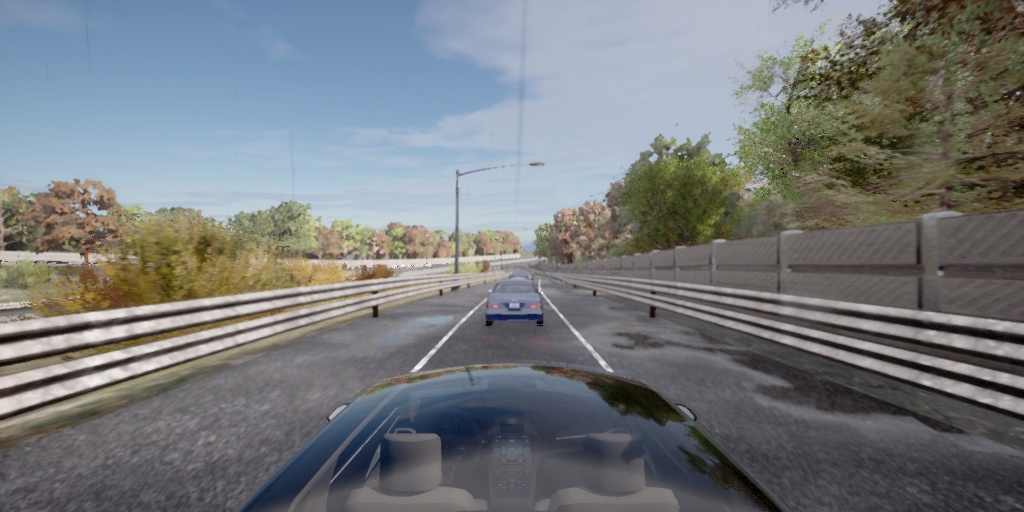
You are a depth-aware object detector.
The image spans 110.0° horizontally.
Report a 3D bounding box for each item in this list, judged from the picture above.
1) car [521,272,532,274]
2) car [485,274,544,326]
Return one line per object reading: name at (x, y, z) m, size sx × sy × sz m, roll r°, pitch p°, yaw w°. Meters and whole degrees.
car at (0.407, 1.877, 22.727) m, size 1.812 × 1.442 × 4.674 m, roll 0°, pitch -3°, yaw 2°
car at (0.109, 1.516, 12.587) m, size 2.033 × 1.411 × 5.357 m, roll 0°, pitch -2°, yaw 1°
